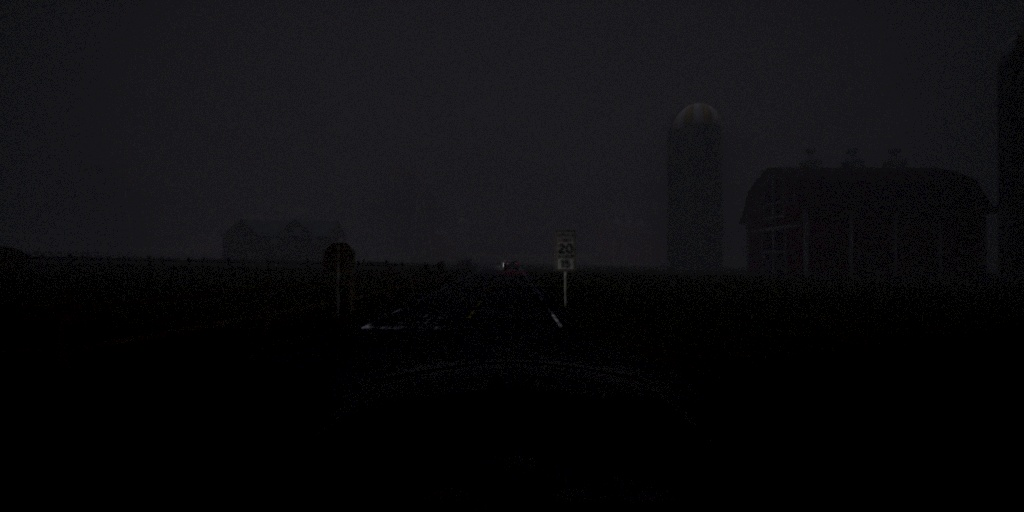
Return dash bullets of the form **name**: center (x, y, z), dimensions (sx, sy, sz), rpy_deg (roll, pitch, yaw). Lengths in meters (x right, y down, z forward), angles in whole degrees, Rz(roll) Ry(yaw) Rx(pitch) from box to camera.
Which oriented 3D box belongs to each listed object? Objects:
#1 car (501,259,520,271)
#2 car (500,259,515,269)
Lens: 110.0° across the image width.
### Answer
- **car**: center (-0.071, 1.141, 45.485), dimensions (2.128, 1.511, 4.902), rpy_deg (0, 0, -2)
- **car**: center (-0.723, 1.215, 55.770), dimensions (1.895, 1.301, 4.718), rpy_deg (0, 0, -6)
